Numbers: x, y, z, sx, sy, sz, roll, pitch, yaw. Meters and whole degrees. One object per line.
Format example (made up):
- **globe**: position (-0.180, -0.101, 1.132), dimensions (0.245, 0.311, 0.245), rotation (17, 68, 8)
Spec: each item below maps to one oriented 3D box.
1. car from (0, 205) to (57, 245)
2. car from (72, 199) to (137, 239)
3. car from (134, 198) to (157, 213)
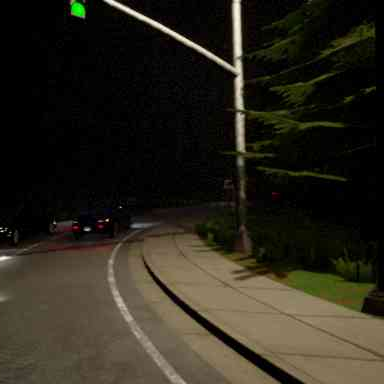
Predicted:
- **car**: position (-8.119, 1.425, 15.423), dimensions (1.882, 1.535, 5.008), rotation (-2, 1, 4)
- **car**: position (-4.280, 1.335, 16.264), dimensions (1.812, 1.442, 4.674), rotation (-2, 1, 3)
- **car**: position (-4.958, 1.220, 27.247), dimensions (1.895, 1.301, 4.718), rotation (-1, 1, 30)
